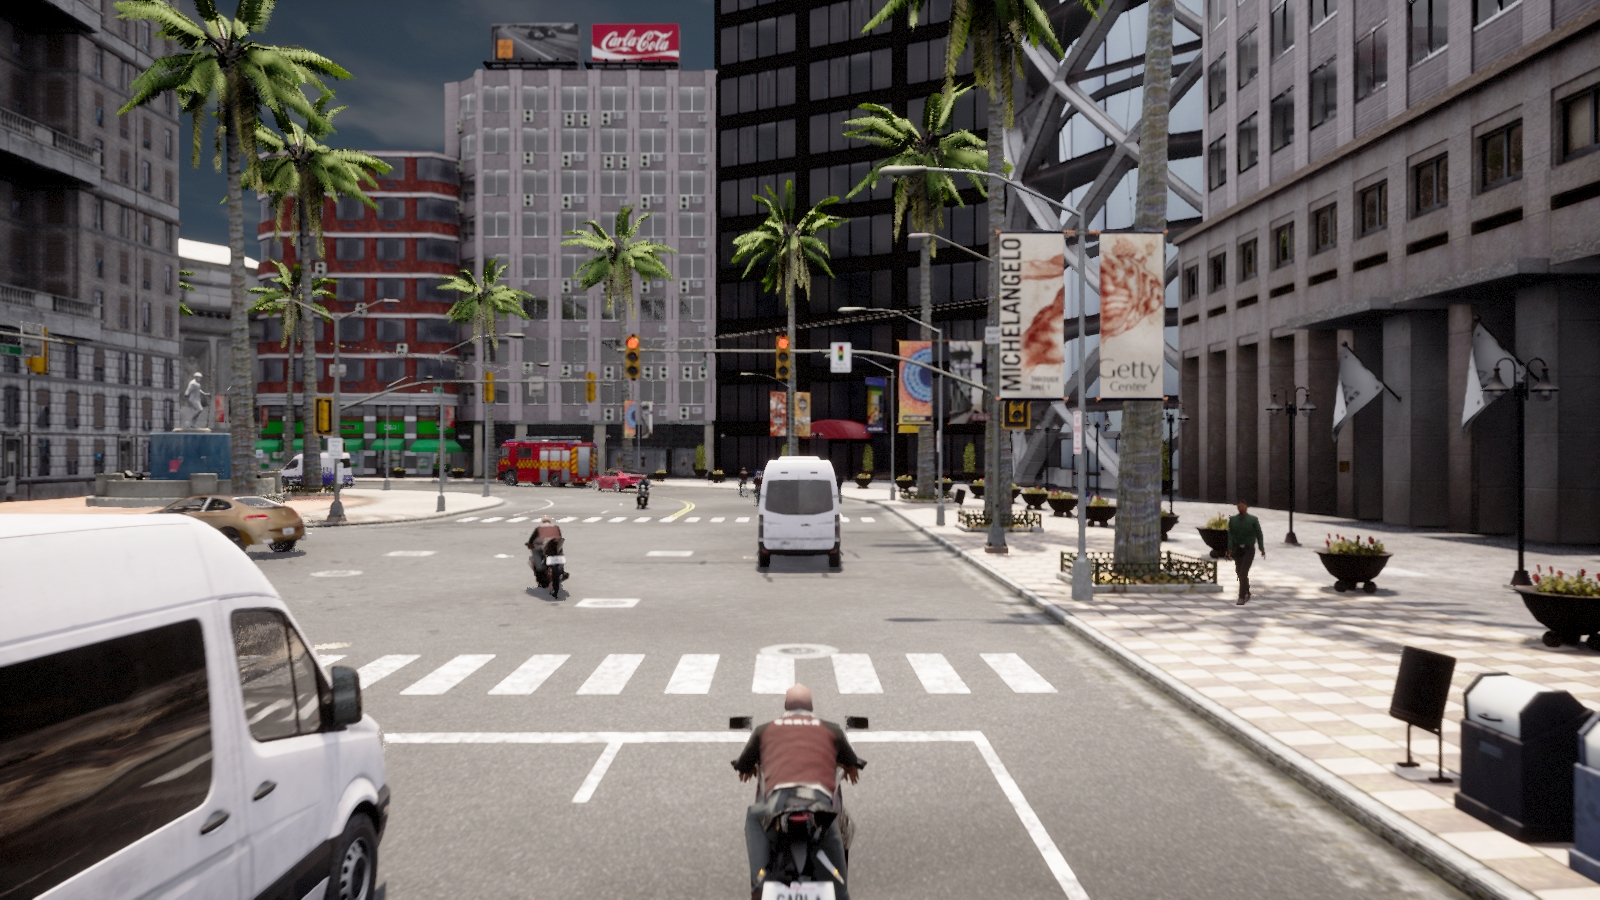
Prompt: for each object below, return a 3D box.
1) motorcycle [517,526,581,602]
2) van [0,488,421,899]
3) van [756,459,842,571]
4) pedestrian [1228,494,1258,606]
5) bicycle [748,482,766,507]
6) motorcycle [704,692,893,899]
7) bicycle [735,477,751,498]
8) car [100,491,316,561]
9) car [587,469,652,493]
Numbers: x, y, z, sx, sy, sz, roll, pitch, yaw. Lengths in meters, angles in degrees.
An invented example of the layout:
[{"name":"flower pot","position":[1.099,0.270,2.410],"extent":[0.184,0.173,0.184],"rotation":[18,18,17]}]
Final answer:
[{"name":"motorcycle","position":[-4.967,2.205,22.505],"extent":[0.867,1.251,2.209],"rotation":[-1,0,-22]},{"name":"van","position":[-3.511,1.534,4.622],"extent":[1.988,2.561,5.915],"rotation":[0,0,0]},{"name":"van","position":[-0.023,1.534,29.444],"extent":[1.988,2.561,5.915],"rotation":[0,0,0]},{"name":"pedestrian","position":[7.543,1.696,19.440],"extent":[0.375,1.860,0.375],"rotation":[0,0,40]},{"name":"bicycle","position":[-2.160,2.210,57.029],"extent":[0.329,1.171,1.835],"rotation":[0,0,-21]},{"name":"motorcycle","position":[-0.006,2.205,6.343],"extent":[0.867,1.251,2.209],"rotation":[0,0,0]},{"name":"bicycle","position":[-3.429,2.210,68.331],"extent":[0.329,1.171,1.835],"rotation":[-2,1,-22]},{"name":"car","position":[-15.867,1.991,30.708],"extent":[5.027,1.651,2.152],"rotation":[0,0,15]},{"name":"car","position":[-12.102,2.061,76.399],"extent":[2.231,1.480,4.892],"rotation":[0,0,-38]}]
